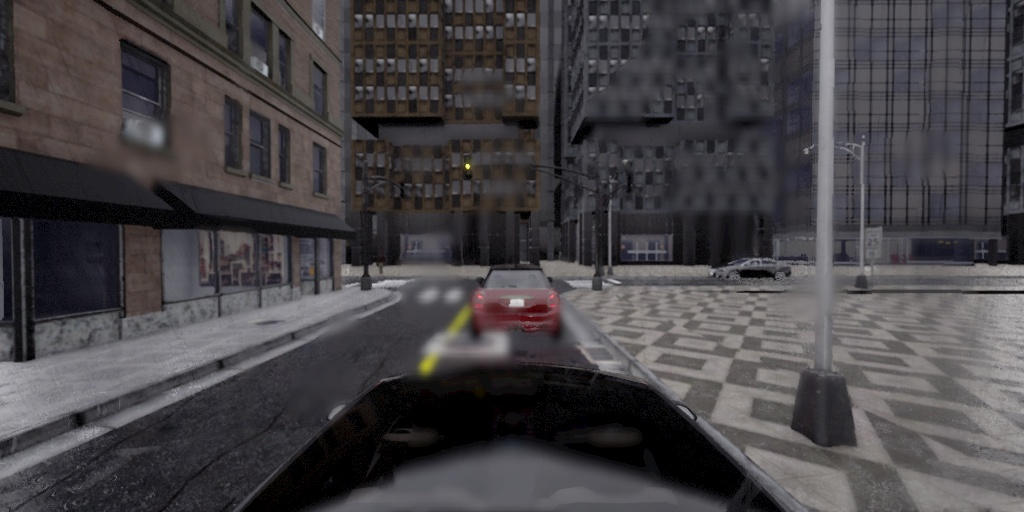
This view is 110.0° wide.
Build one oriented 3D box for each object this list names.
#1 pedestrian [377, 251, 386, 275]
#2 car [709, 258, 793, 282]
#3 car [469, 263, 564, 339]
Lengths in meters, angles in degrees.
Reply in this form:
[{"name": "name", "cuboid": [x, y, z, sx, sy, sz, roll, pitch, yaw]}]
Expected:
[{"name": "pedestrian", "cuboid": [-9.832, 0.503, 26.922, 0.375, 1.860, 0.375, 0, 1, 1]}, {"name": "car", "cuboid": [15.608, 0.874, 23.608, 4.902, 1.511, 2.128, 0, 1, 1]}, {"name": "car", "cuboid": [0.071, 0.975, 9.742, 2.097, 1.767, 4.553, 0, 1, -1]}]
